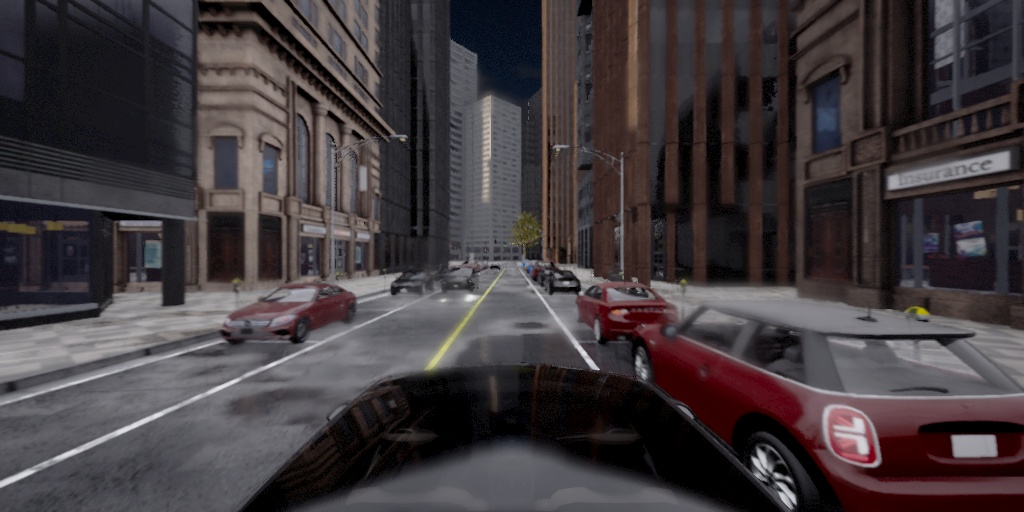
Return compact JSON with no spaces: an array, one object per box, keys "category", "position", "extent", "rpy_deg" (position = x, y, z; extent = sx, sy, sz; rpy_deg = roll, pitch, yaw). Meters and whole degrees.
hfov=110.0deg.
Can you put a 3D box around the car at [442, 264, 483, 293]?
[{"category":"car","position":[-3.090,1.430,22.172],"extent":[1.837,1.490,4.892],"rpy_deg":[0,0,0]}]

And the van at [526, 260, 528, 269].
[{"category":"van","position":[2.877,1.441,43.513],"extent":[1.690,1.789,3.998],"rpy_deg":[0,0,0]}]

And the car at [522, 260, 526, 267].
[{"category":"car","position":[2.885,1.760,60.556],"extent":[1.751,1.417,4.829],"rpy_deg":[0,0,0]}]

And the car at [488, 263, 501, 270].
[{"category":"car","position":[-2.988,1.861,63.669],"extent":[1.895,1.301,4.718],"rpy_deg":[0,0,0]}]

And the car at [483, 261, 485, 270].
[{"category":"car","position":[-5.644,1.736,54.764],"extent":[1.888,1.381,4.507],"rpy_deg":[0,0,0]}]

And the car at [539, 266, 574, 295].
[{"category":"car","position":[2.866,1.481,21.016],"extent":[1.948,1.339,4.313],"rpy_deg":[0,0,0]}]

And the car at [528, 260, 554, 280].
[{"category":"car","position":[2.871,1.323,32.264],"extent":[2.192,1.841,5.009],"rpy_deg":[0,0,0]}]

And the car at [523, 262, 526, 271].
[{"category":"car","position":[2.880,1.727,49.137],"extent":[1.802,1.307,4.207],"rpy_deg":[0,0,0]}]

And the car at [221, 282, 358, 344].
[{"category":"car","position":[-5.665,1.403,9.767],"extent":[1.802,1.307,4.207],"rpy_deg":[0,0,0]}]

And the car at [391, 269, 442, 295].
[{"category":"car","position":[-5.659,1.482,21.017],"extent":[1.948,1.339,4.313],"rpy_deg":[0,0,0]}]

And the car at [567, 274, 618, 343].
[{"category":"car","position":[2.861,1.365,9.767],"extent":[1.888,1.381,4.507],"rpy_deg":[0,0,0]}]

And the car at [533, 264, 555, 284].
[{"category":"car","position":[2.869,1.528,26.640],"extent":[1.948,1.339,4.313],"rpy_deg":[0,0,0]}]

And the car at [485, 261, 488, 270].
[{"category":"car","position":[-5.641,1.785,60.389],"extent":[2.007,1.370,4.403],"rpy_deg":[0,0,0]}]

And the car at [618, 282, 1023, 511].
[{"category":"car","position":[2.858,1.211,4.143],"extent":[1.967,1.591,4.097],"rpy_deg":[0,0,0]}]

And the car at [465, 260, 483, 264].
[{"category":"car","position":[-5.646,1.461,49.139],"extent":[2.192,1.841,5.009],"rpy_deg":[0,0,0]}]

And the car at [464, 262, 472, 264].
[{"category":"car","position":[-5.652,1.600,37.890],"extent":[1.888,1.381,4.507],"rpy_deg":[0,0,0]}]
